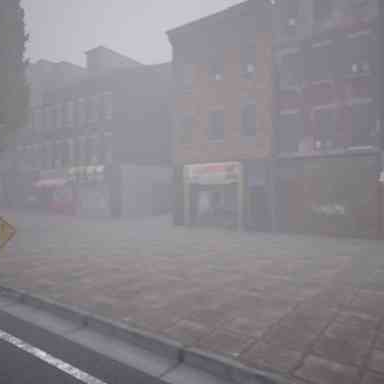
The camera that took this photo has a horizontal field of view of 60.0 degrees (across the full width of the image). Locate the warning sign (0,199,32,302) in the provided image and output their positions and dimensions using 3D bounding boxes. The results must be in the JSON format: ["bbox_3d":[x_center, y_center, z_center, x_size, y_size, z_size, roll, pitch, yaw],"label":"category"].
[{"bbox_3d":[-3.989,1.089,6.351,1.060,1.860,1.300,-1,0,35],"label":"warning sign"}]
